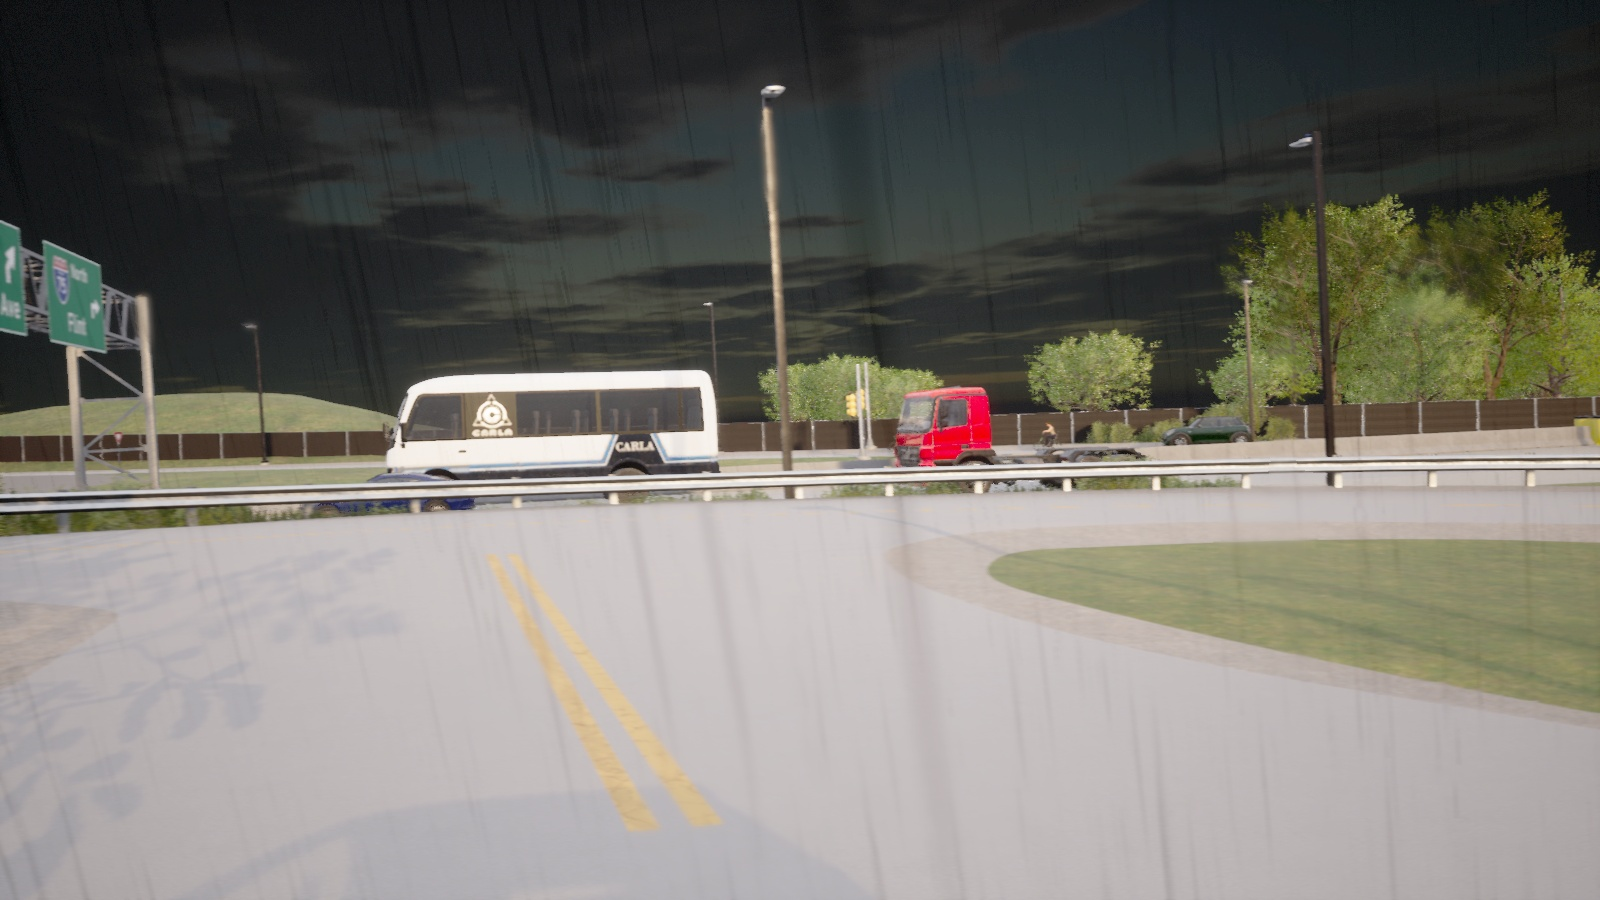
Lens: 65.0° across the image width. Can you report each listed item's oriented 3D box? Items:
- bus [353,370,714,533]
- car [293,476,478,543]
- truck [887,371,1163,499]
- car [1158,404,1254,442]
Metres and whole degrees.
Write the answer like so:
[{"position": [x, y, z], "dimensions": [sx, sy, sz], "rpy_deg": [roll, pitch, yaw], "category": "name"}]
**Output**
[{"position": [-8.243, -0.062, 39.233], "dimensions": [10.273, 4.253, 3.944], "rpy_deg": [-3, 1, -15], "category": "bus"}, {"position": [-11.391, 1.617, 34.790], "dimensions": [4.674, 1.442, 1.812], "rpy_deg": [-3, 1, -15], "category": "car"}, {"position": [7.070, -0.520, 39.671], "dimensions": [7.936, 3.462, 2.891], "rpy_deg": [-4, 1, -15], "category": "truck"}, {"position": [21.457, -1.425, 66.469], "dimensions": [4.553, 1.767, 2.097], "rpy_deg": [-2, 2, 11], "category": "car"}]
